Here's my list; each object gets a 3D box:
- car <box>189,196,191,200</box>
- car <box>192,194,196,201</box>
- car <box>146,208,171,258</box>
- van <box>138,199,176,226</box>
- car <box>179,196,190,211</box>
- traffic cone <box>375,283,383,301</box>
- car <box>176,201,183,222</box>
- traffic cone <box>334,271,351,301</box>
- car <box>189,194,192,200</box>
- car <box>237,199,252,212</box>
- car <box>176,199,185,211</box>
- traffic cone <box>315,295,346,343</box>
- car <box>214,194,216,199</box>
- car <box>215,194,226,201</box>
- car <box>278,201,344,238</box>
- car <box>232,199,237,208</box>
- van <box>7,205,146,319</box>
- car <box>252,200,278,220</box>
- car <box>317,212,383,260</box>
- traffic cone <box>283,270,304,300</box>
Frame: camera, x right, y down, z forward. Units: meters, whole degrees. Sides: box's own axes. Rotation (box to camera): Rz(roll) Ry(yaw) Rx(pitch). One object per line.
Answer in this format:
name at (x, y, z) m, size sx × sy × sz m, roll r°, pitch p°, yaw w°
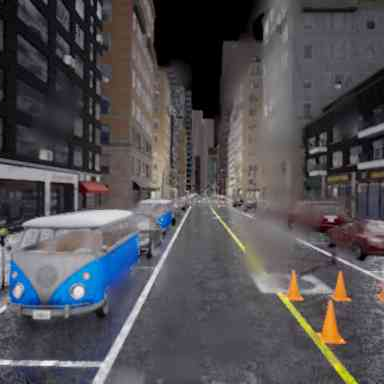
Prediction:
car at (-1.482, 1.574, 45.578) m, size 1.802 × 1.307 × 4.206 m, roll 1°, pitch 0°, yaw 1°
car at (-0.646, 1.635, 88.174) m, size 1.802 × 1.307 × 4.206 m, roll 0°, pitch 0°, yaw 1°
car at (-2.103, 1.527, 12.575) m, size 2.008 × 1.369 × 4.403 m, roll 1°, pitch 0°, yaw 1°
van at (-1.997, 1.319, 18.076) m, size 1.690 × 1.788 × 3.998 m, roll 1°, pitch 0°, yaw 1°
car at (-1.585, 1.555, 40.077) m, size 1.947 × 1.339 × 4.313 m, roll 1°, pitch 0°, yaw 1°
traffic cone at (4.185, 2.002, 7.129) m, size 0.340 × 0.580 × 0.340 m, roll 1°, pitch 0°, yaw 1°
car at (-1.896, 1.546, 23.576) m, size 1.947 × 1.339 × 4.313 m, roll 1°, pitch 0°, yaw 1°
traffic cone at (3.185, 1.991, 7.148) m, size 0.340 × 0.580 × 0.340 m, roll 1°, pitch 0°, yaw 1°
car at (-1.377, 1.436, 51.078) m, size 1.967 × 1.590 × 4.097 m, roll 0°, pitch 0°, yaw 1°
car at (6.938, 1.635, 39.917) m, size 2.008 × 1.369 × 4.403 m, roll 1°, pitch 0°, yaw 1°
car at (-1.792, 1.565, 29.077) m, size 1.802 × 1.307 × 4.206 m, roll 1°, pitch 0°, yaw 1°
traffic cone at (2.148, 1.979, 5.167) m, size 0.340 × 0.580 × 0.340 m, roll 1°, pitch 0°, yaw 1°
car at (7.991, 1.687, 93.579) m, size 1.752 × 1.417 × 4.829 m, roll 0°, pitch 0°, yaw 1°
car at (7.877, 1.589, 88.001) m, size 1.967 × 1.590 × 4.097 m, roll 0°, pitch 0°, yaw 1°
car at (6.526, 1.389, 17.915) m, size 2.192 × 1.841 × 5.009 m, roll 1°, pitch 0°, yaw 1°
car at (7.145, 1.658, 50.918) m, size 1.947 × 1.339 × 4.313 m, roll 0°, pitch 0°, yaw 1°
van at (-2.205, 1.316, 7.076) m, size 1.690 × 1.788 × 3.998 m, roll 1°, pitch 0°, yaw 1°
car at (6.732, 1.519, 28.916) m, size 1.967 × 1.590 × 4.097 m, roll 1°, pitch 0°, yaw 1°
car at (6.421, 1.654, 12.414) m, size 1.802 × 1.307 × 4.206 m, roll 1°, pitch 0°, yaw 1°
traffic cone at (2.186, 1.980, 7.167) m, size 0.340 × 0.580 × 0.340 m, roll 1°, pitch 0°, yaw 1°
